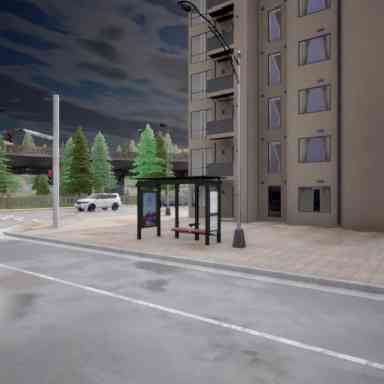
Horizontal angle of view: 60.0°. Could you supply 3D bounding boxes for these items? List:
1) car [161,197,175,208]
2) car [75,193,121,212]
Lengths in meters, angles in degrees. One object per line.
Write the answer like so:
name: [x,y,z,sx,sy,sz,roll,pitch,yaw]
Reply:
car: [-2.992,1.491,47.762,5.357,1.411,2.033,0,0,-43]
car: [-10.741,1.164,38.486,2.150,2.045,5.566,0,0,37]
